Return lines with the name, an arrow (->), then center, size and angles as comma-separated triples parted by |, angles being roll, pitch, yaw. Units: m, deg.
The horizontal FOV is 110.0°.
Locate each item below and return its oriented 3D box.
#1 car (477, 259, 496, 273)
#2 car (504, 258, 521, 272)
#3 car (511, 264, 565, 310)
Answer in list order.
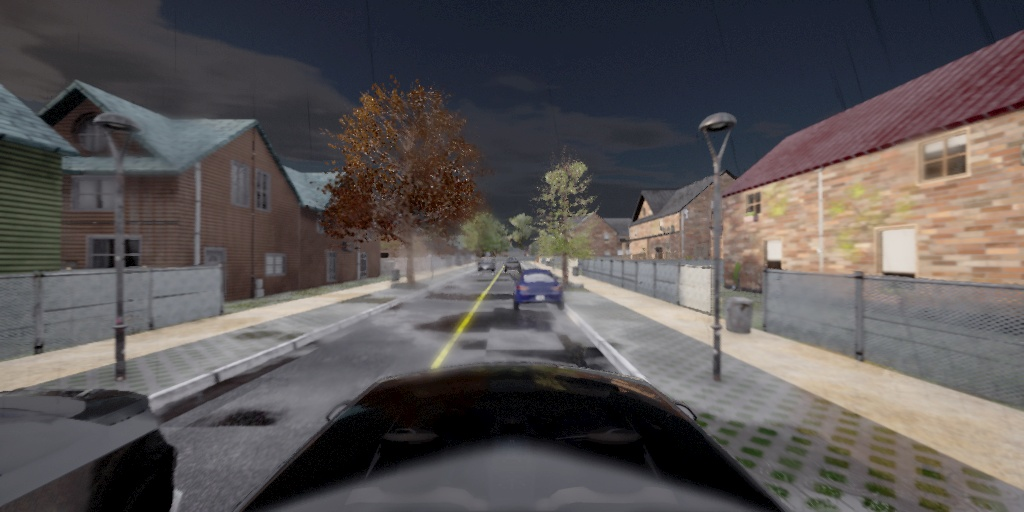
car -> -2.838, 1.067, 40.717 | 2.128, 1.511, 4.902 | 0, 0, 0
car -> 0.077, 1.057, 42.775 | 2.128, 1.511, 4.902 | 0, 0, 0
car -> 0.964, 1.218, 14.255 | 1.812, 1.442, 4.674 | 0, 0, 0
